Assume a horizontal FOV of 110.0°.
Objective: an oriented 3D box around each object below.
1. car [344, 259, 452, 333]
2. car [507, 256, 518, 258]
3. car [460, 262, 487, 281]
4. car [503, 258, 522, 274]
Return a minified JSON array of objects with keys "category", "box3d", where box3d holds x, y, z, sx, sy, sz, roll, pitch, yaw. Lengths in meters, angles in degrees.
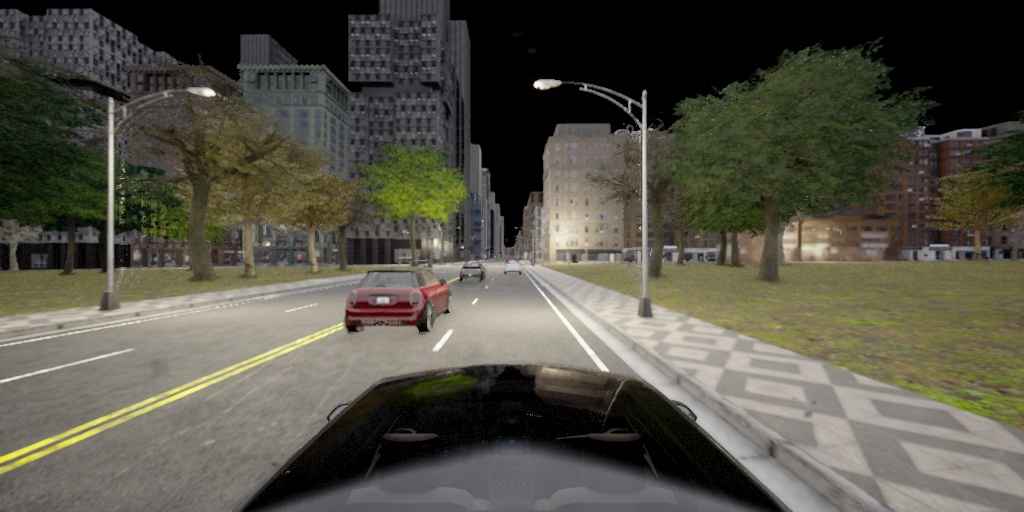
[{"category":"car","box3d":[-3.151,1.102,10.888,2.097,1.767,4.553,0,0,0]},{"category":"car","box3d":[0.094,1.007,58.616,2.150,2.045,5.566,0,0,0]},{"category":"car","box3d":[-3.153,1.246,29.635,2.128,1.511,4.902,0,0,0]},{"category":"car","box3d":[0.096,1.287,40.913,1.812,1.442,4.674,0,0,0]}]
